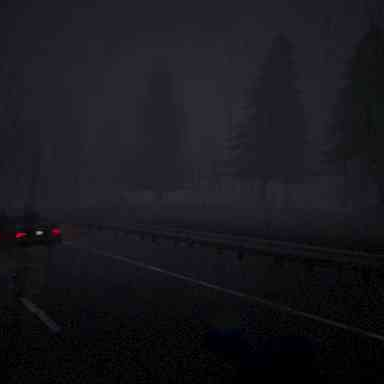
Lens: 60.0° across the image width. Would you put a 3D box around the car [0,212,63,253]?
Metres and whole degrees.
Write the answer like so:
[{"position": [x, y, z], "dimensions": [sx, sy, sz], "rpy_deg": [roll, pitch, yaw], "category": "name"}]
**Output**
[{"position": [-7.184, 1.537, 13.768], "dimensions": [2.033, 1.411, 5.357], "rpy_deg": [-1, 1, -43], "category": "car"}]
